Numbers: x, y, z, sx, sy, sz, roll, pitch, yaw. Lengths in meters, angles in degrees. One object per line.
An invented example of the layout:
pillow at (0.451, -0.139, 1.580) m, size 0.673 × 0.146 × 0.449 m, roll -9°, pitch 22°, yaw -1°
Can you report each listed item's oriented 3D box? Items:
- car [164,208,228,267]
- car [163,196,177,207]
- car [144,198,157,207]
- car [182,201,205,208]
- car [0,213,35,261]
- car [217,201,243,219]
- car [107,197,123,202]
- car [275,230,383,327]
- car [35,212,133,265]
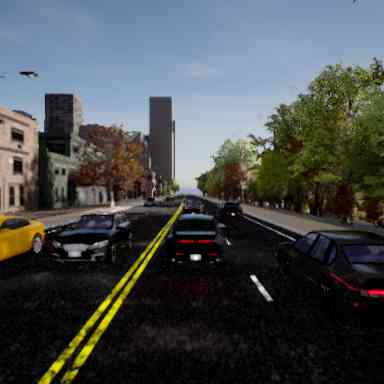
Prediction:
car at (0.103, 1.528, 11.477) m, size 1.837 × 1.490 × 4.892 m, roll 0°, pitch 0°, yaw 0°
car at (-3.452, 1.461, 52.724) m, size 2.097 × 1.767 × 4.553 m, roll 0°, pitch 0°, yaw -1°
car at (-6.710, 1.638, 54.157) m, size 1.812 × 1.442 × 4.674 m, roll 0°, pitch 0°, yaw 0°
car at (0.107, 1.551, 29.494) m, size 2.128 × 1.511 × 4.902 m, roll 0°, pitch 0°, yaw 0°
car at (-6.598, 1.500, 10.783) m, size 1.882 × 1.535 × 5.008 m, roll 0°, pitch 0°, yaw 0°
car at (3.356, 1.565, 29.614) m, size 1.837 × 1.490 × 4.892 m, roll 0°, pitch 0°, yaw 0°
car at (-20.672, 2.005, 88.510) m, size 4.313 × 1.339 × 1.947 m, roll -1°, pitch 1°, yaw -1°
car at (3.353, 1.562, 7.402) m, size 2.033 × 1.411 × 5.357 m, roll 0°, pitch 0°, yaw 0°
car at (-3.347, 1.516, 11.944) m, size 2.128 × 1.511 × 4.902 m, roll 0°, pitch 0°, yaw 0°
